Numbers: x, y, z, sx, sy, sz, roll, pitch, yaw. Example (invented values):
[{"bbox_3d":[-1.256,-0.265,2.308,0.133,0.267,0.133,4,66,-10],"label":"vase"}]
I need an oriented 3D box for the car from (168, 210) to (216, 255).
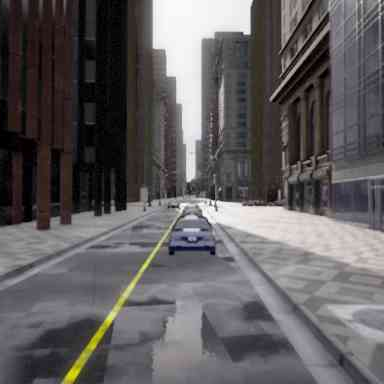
[{"bbox_3d":[0.010,1.688,13.994,2.033,1.411,5.357,0,-1,0],"label":"car"}]

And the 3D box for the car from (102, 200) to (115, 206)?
[{"bbox_3d":[-14.553,2.045,60.576,4.829,1.417,1.752,0,-2,0],"label":"car"}]

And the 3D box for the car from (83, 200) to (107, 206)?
[{"bbox_3d":[-20.118,2.272,69.082,4.403,1.369,2.008,0,-2,0],"label":"car"}]

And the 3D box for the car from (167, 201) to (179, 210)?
[{"bbox_3d":[-2.970,2.112,53.845,1.994,1.385,4.181,0,-1,0],"label":"car"}]

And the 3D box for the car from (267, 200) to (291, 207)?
[{"bbox_3d":[18.043,2.387,69.185,4.403,1.369,2.008,0,-2,0],"label":"car"}]

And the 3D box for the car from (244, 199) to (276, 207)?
[{"bbox_3d":[12.367,2.152,60.647,4.403,1.369,2.008,0,-2,0],"label":"car"}]

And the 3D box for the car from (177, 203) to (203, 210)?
[{"bbox_3d":[0.018,1.839,28.994,2.033,1.411,5.357,0,-1,0],"label":"car"}]

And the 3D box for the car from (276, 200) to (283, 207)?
[{"bbox_3d":[18.037,2.188,60.663,4.313,1.339,1.947,0,-2,0],"label":"car"}]

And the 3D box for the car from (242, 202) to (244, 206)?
[{"bbox_3d":[12.374,2.256,69.173,4.097,1.590,1.967,0,-2,0],"label":"car"}]
